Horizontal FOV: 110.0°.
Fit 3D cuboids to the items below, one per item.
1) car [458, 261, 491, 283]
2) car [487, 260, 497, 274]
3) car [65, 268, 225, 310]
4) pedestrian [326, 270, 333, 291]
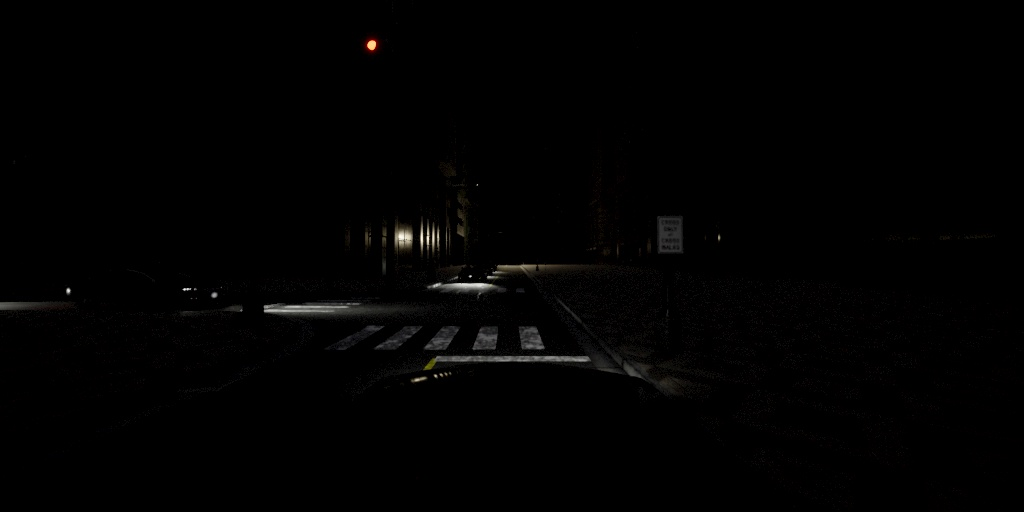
[{"bbox_3d":[-3.036,1.327,28.430,1.994,1.385,4.181,0,0,1],"label":"car"},{"bbox_3d":[-3.023,1.332,38.189,2.033,1.411,5.357,0,0,0],"label":"car"},{"bbox_3d":[-13.448,1.183,13.332,4.902,1.511,2.128,0,-1,2],"label":"car"},{"bbox_3d":[-9.971,0.974,19.612,0.375,1.860,0.375,0,-1,0],"label":"pedestrian"}]
